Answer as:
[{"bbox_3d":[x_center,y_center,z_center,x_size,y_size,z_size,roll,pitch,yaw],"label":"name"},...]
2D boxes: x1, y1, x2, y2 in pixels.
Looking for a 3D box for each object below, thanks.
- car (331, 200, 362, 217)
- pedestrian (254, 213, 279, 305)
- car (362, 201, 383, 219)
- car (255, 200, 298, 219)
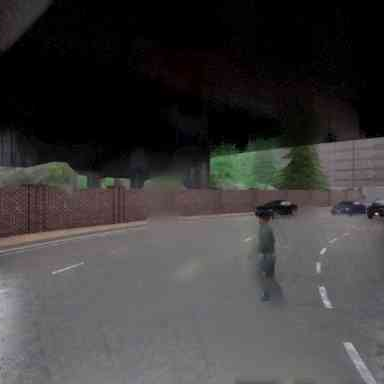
[{"bbox_3d":[15.095,1.525,32.035,4.674,1.442,1.812,0,0,-43],"label":"car"},{"bbox_3d":[1.488,1.294,6.658,0.375,1.860,0.375,0,0,14],"label":"pedestrian"},{"bbox_3d":[16.559,1.505,28.292,4.892,1.490,1.837,0,0,-43],"label":"car"},{"bbox_3d":[7.614,1.477,29.829,5.008,1.535,1.882,0,0,-43],"label":"car"}]
